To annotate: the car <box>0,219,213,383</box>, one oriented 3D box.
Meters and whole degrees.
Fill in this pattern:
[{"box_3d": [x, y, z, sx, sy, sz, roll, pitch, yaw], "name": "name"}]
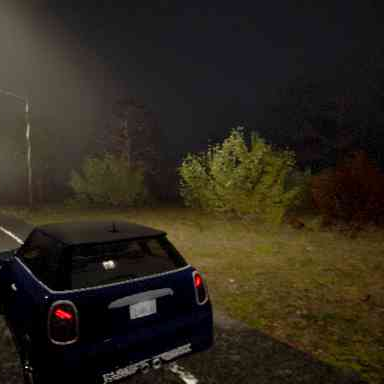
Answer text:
[{"box_3d": [-1.731, 1.220, 5.209, 2.097, 1.767, 4.553, -3, 2, -35], "name": "car"}]
